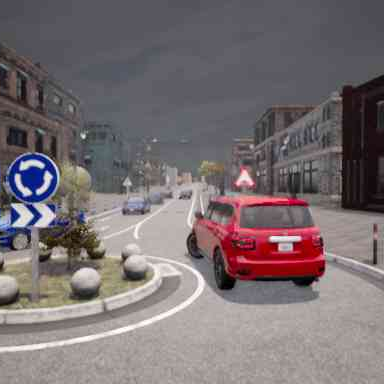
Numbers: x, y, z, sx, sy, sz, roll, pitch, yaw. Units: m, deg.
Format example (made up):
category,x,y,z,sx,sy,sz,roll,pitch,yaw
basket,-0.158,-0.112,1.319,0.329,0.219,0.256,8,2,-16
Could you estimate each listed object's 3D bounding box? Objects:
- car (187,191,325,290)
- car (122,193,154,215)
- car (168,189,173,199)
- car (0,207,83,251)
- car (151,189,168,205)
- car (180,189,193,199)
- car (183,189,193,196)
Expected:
category,x,y,z,sx,sy,sz,roll,pitch,yaw
car,1.397,1.127,9.102,2.150,2.045,5.566,0,1,-9
car,-4.734,1.118,28.719,1.812,1.442,4.674,0,1,1
car,-4.167,0.296,54.546,1.882,1.535,5.008,0,1,2
car,-6.549,1.323,13.746,1.882,1.535,5.008,0,1,17
car,-4.465,0.755,40.935,1.837,1.490,4.892,0,2,1
car,-1.028,0.364,54.642,2.033,1.411,5.357,0,1,1
car,-0.824,0.030,70.432,1.812,1.442,4.674,0,1,1
